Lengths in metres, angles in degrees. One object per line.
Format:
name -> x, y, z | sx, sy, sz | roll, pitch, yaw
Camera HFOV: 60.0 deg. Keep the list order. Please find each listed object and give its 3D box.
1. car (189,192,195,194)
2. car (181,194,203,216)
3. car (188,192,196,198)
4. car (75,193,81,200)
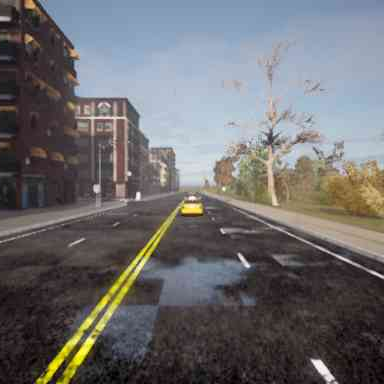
car -> 0.095, 1.003, 41.504 | 2.097, 1.767, 4.553 | 0, 0, 0
car -> 0.001, 1.209, 29.403 | 1.801, 1.575, 5.366 | 0, 1, 0
car -> 0.005, 0.829, 85.066 | 2.128, 1.511, 4.902 | 0, 0, 0
car -> -22.795, 0.712, 61.441 | 4.403, 1.369, 2.008 | 1, 0, -1
